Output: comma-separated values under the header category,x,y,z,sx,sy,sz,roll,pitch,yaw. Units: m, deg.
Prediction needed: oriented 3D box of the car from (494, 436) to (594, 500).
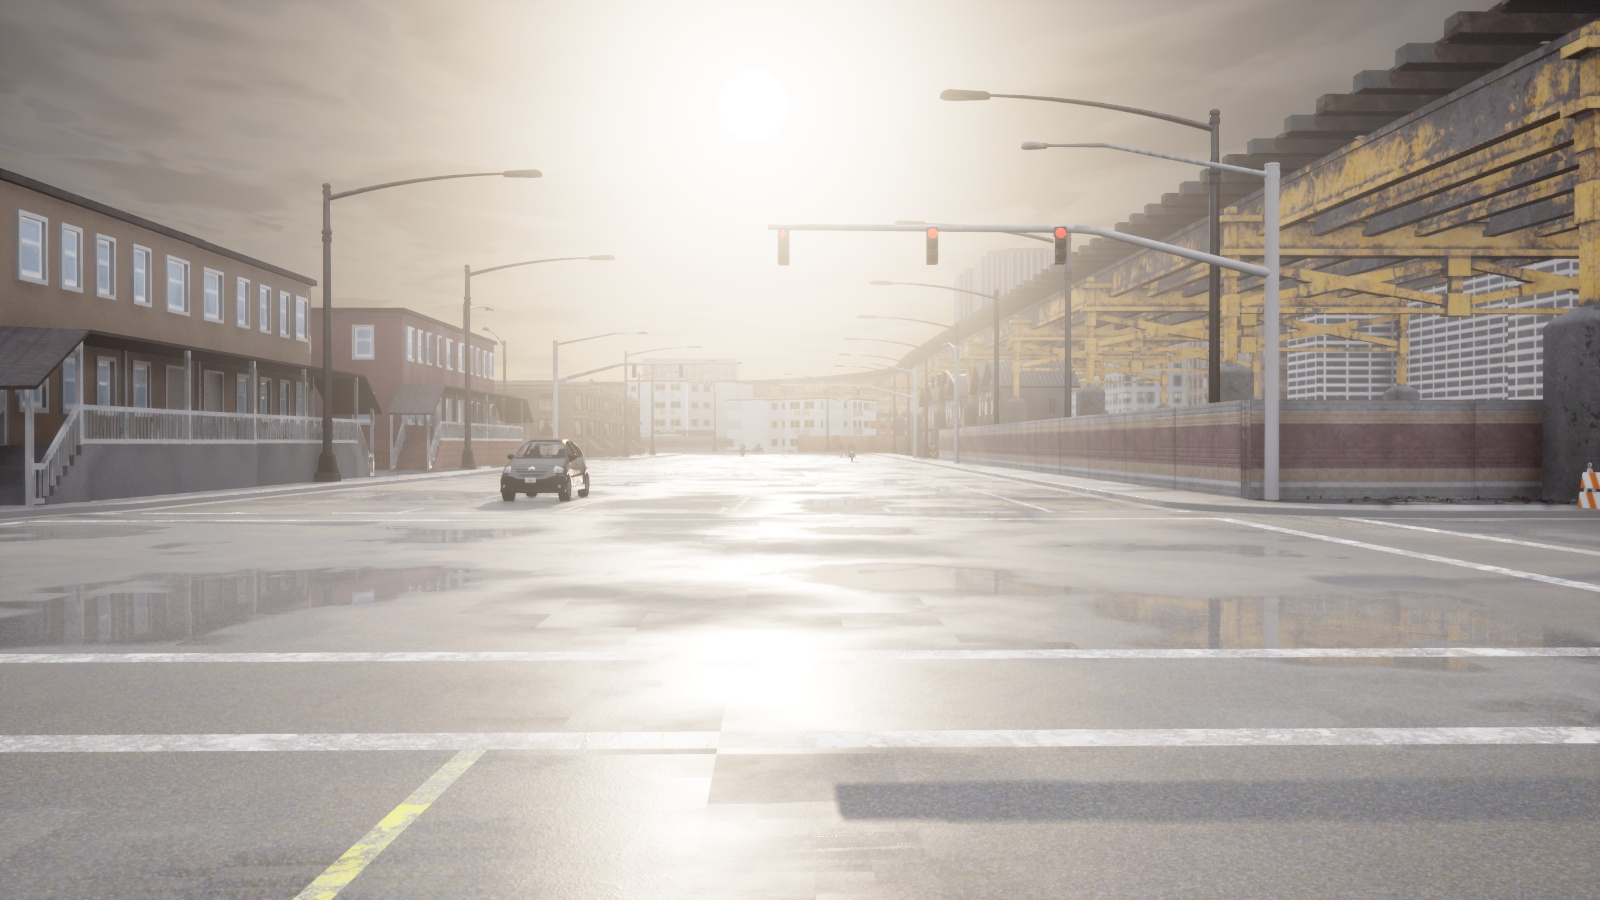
category,x,y,z,sx,sy,sz,roll,pitch,yaw
car,-6.792,0.449,33.720,1.851,1.617,3.988,0,0,0
